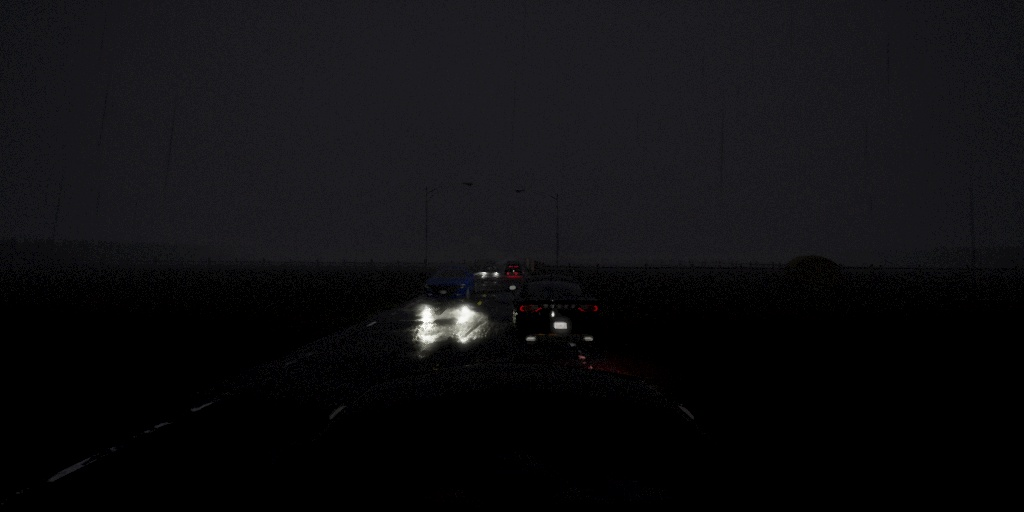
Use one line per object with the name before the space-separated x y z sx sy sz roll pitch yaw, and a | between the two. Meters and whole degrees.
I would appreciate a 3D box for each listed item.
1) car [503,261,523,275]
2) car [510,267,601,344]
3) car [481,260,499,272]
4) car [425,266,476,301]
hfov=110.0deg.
car | 0.103 1.250 38.748 1.837 1.490 4.892 0 0 -2
car | 0.963 1.228 9.580 1.882 1.535 5.008 0 0 0
car | -2.743 1.248 45.577 1.837 1.490 4.892 0 0 0
car | -2.848 1.227 17.397 1.882 1.535 5.008 0 0 0
